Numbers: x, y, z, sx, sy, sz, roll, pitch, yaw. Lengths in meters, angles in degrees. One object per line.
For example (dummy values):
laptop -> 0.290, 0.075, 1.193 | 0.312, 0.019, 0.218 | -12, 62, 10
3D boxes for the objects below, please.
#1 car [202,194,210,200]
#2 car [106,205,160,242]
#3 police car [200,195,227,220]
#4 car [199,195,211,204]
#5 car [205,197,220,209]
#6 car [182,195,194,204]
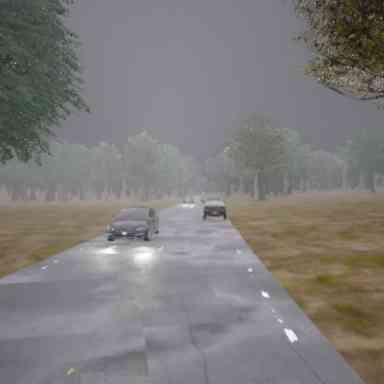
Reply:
car -> 3.486, 1.283, 82.346 | 1.895, 1.301, 4.718 | 0, 0, 3
car -> -2.679, 1.451, 16.085 | 1.837, 1.490, 4.892 | 0, 0, 2
police car -> 1.865, 1.343, 27.764 | 1.930, 1.638, 5.238 | 0, 0, 3
car -> 2.487, 1.332, 61.753 | 2.128, 1.511, 4.902 | 0, 0, 3
car -> 2.615, 1.383, 43.638 | 1.837, 1.490, 4.892 | 0, 0, 3
car -> -0.633, 1.332, 58.378 | 2.128, 1.511, 4.902 | 0, 0, 3
